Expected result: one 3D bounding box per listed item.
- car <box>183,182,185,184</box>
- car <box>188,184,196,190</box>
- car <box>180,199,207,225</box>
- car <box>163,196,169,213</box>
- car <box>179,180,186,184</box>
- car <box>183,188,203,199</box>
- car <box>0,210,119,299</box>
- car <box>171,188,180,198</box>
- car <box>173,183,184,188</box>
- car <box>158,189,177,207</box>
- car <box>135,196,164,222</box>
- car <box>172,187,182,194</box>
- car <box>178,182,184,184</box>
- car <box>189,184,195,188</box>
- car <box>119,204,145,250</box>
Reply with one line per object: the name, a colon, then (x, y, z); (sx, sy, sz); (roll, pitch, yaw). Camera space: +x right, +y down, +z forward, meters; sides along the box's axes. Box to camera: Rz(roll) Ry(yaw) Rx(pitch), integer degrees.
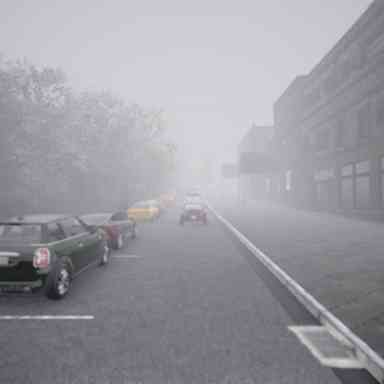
car: (-3.638, -1.005, 83.868); (2.231, 1.521, 4.892); (0, 4, 2)
car: (0.016, -1.394, 88.200); (2.033, 1.411, 5.357); (0, 4, 0)
car: (0.104, 1.446, 23.546); (1.812, 1.442, 4.674); (0, 0, 0)
car: (-3.645, 1.392, 31.600); (2.002, 1.452, 4.674); (0, 0, 2)
car: (-3.628, -1.745, 95.178); (1.946, 1.575, 5.366); (0, 4, 2)
car: (0.106, 0.932, 41.047); (2.150, 2.045, 5.566); (0, 2, 0)
car: (-3.651, 1.336, 8.611); (2.185, 1.767, 4.553); (0, 1, 2)
car: (-3.620, 0.658, 55.873); (1.946, 1.575, 5.366); (1, 3, 2)
car: (-3.641, -0.411, 72.716); (2.185, 1.767, 4.553); (0, 4, 2)
car: (-3.620, 0.961, 44.856); (2.185, 1.767, 4.553); (2, 2, 2)
car: (-3.639, 1.388, 25.463); (1.946, 1.575, 5.366); (0, 1, 2)
car: (-3.623, 0.389, 61.606); (2.231, 1.521, 4.892); (1, 4, 2)
car: (-3.640, -0.770, 78.275); (2.185, 1.767, 4.553); (0, 4, 2)
car: (0.014, -0.548, 76.074); (1.882, 1.535, 5.008); (0, 4, 0)
car: (-3.659, 1.497, 14.216); (2.163, 1.488, 4.792); (-1, 1, 2)
